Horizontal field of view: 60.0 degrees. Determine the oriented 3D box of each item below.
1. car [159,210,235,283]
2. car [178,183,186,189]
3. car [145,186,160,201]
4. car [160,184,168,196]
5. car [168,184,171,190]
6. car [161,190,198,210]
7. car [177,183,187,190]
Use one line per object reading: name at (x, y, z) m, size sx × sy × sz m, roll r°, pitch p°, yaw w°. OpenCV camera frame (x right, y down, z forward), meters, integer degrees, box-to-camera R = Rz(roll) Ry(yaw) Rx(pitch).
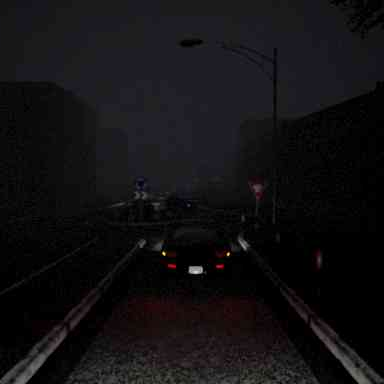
car at (0.160, 1.486, 9.480) m, size 1.812 × 1.442 × 4.674 m, roll 0°, pitch 1°, yaw 2°
car at (-2.393, -1.542, 83.827) m, size 1.882 × 1.535 × 5.008 m, roll 0°, pitch 2°, yaw 0°
car at (-5.398, 0.420, 41.355) m, size 1.812 × 1.442 × 4.674 m, roll 0°, pitch 4°, yaw -1°
car at (-5.394, -0.172, 51.452) m, size 2.097 × 1.767 × 4.553 m, roll 0°, pitch 3°, yaw 0°
car at (-5.348, -0.840, 66.883) m, size 2.128 × 1.511 × 4.902 m, roll 0°, pitch 3°, yaw 0°
car at (-1.031, 0.870, 29.436) m, size 1.882 × 1.535 × 5.008 m, roll -1°, pitch 2°, yaw -18°
car at (-2.364, -1.000, 73.114) m, size 1.895 × 1.301 × 4.718 m, roll 0°, pitch 2°, yaw 0°
